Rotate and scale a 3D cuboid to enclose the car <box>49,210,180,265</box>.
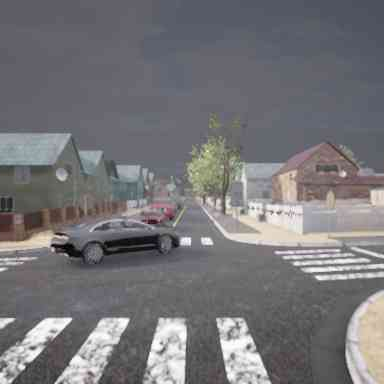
[{"bbox_3d":[-2.711,1.662,12.483,4.902,1.511,2.128,0,0,-39],"label":"car"}]

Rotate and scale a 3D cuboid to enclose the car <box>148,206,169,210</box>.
[{"bbox_3d":[-2.807,1.867,22.551,1.895,1.301,4.718,0,-1,-1],"label":"car"}]

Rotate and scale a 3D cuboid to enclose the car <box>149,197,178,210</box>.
[{"bbox_3d":[-2.839,1.601,32.305,2.150,2.045,5.566,0,-1,0],"label":"car"}]

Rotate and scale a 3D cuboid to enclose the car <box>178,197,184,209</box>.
[{"bbox_3d":[-2.712,1.846,53.909,2.150,2.045,5.566,0,-1,6],"label":"car"}]

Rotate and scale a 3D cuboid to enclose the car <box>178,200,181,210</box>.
[{"bbox_3d":[-2.829,2.095,42.261,1.895,1.301,4.718,0,-1,0],"label":"car"}]
